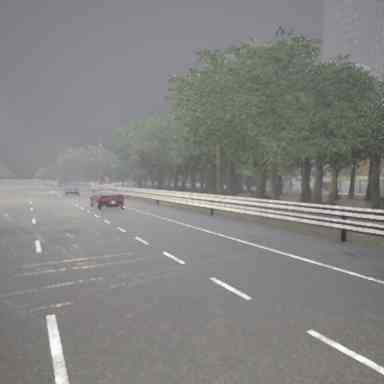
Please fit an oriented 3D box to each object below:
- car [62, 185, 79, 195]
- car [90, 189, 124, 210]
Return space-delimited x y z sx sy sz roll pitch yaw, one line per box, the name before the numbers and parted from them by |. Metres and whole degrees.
car | -17.249 -0.283 47.305 2.033 1.411 5.357 0 2 -26
car | -6.818 0.510 26.312 1.882 1.535 5.008 0 2 -26
